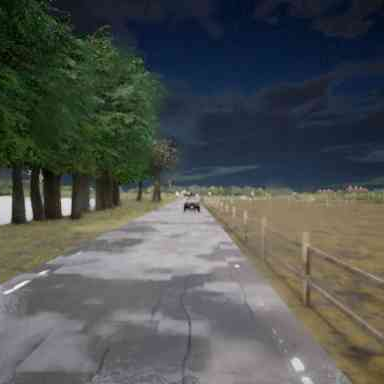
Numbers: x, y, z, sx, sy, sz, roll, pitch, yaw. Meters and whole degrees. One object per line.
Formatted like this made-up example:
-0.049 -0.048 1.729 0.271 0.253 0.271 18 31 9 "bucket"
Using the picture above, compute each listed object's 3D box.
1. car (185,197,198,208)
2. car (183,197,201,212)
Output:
-0.014 1.551 49.751 1.882 1.535 5.008 0 0 0 "car"
-0.014 1.517 38.772 1.882 1.535 5.008 0 0 0 "car"
